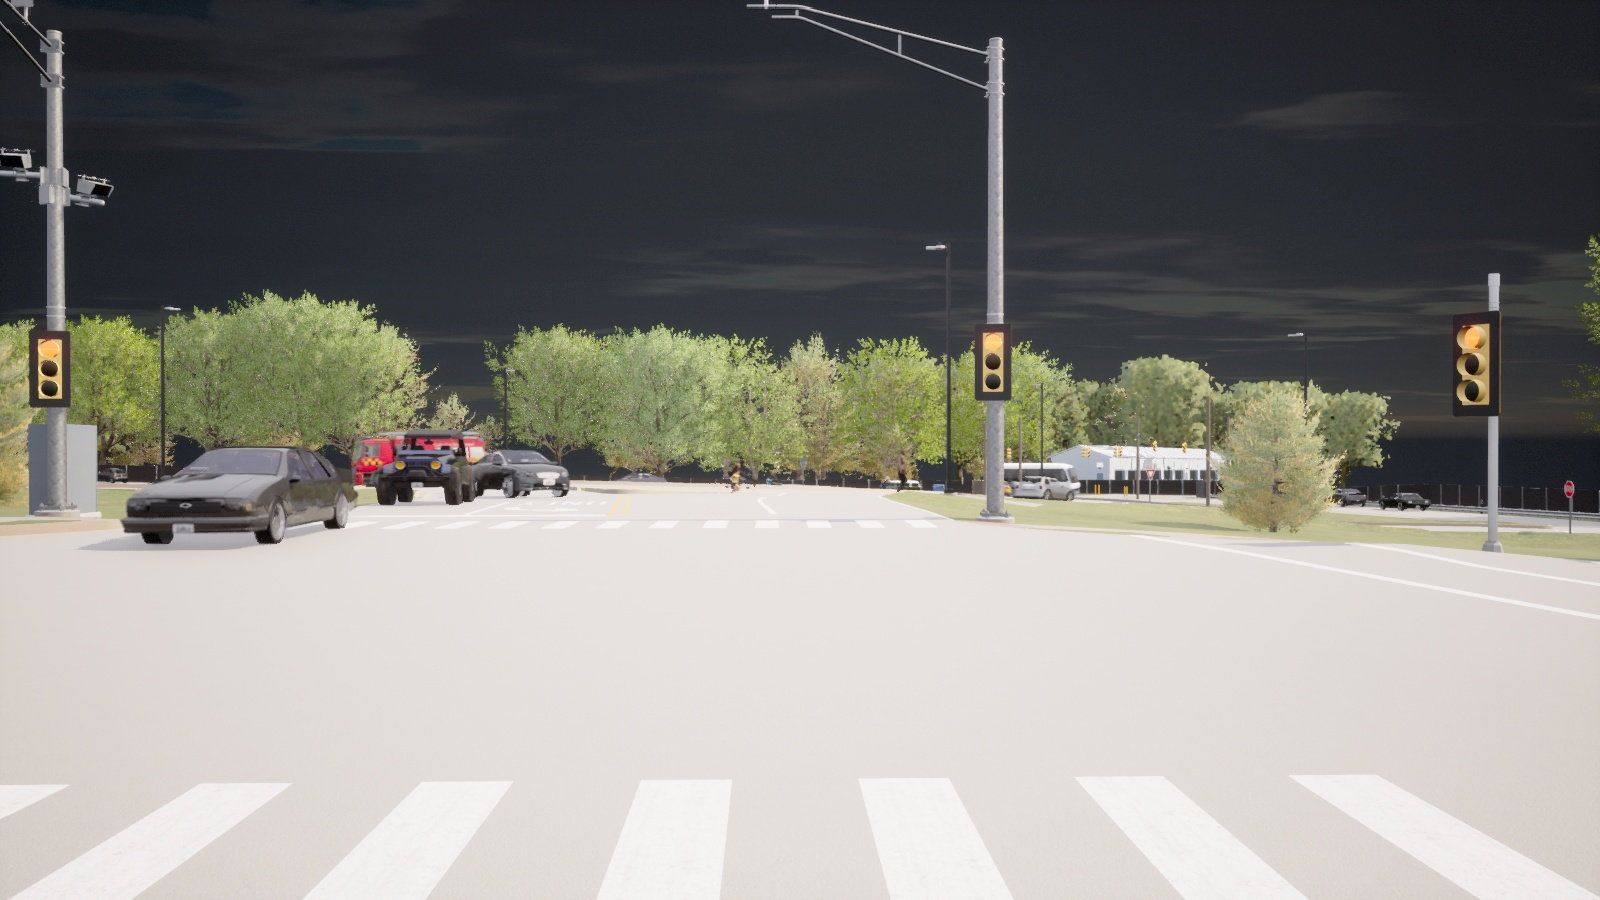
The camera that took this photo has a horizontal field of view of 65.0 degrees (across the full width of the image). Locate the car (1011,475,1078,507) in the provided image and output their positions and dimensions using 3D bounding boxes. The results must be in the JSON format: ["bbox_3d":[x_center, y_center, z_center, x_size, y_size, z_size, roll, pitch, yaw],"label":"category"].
[{"bbox_3d":[13.087,2.193,67.119,1.970,1.475,3.806,0,-5,38],"label":"car"}]

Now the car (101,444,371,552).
[{"bbox_3d":[-8.446,0.628,19.473,2.033,1.411,5.357,0,1,-3],"label":"car"}]

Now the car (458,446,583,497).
[{"bbox_3d":[-8.848,0.699,39.455,2.128,1.511,4.902,1,-2,-35],"label":"car"}]

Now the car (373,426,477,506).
[{"bbox_3d":[-9.308,0.393,31.451,1.905,1.878,3.866,0,-1,-7],"label":"car"}]

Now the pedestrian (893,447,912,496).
[{"bbox_3d":[3.824,0.801,47.008,0.634,1.846,0.331,0,1,27],"label":"pedestrian"}]

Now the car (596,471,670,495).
[{"bbox_3d":[-12.204,2.436,92.004,4.902,1.511,2.128,1,-8,-29],"label":"car"}]

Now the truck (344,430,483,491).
[{"bbox_3d":[-25.969,0.715,84.564,8.468,3.827,2.891,-1,-3,-28],"label":"truck"}]
